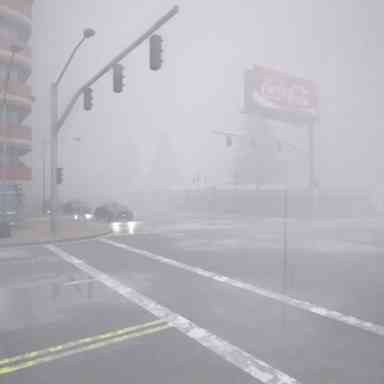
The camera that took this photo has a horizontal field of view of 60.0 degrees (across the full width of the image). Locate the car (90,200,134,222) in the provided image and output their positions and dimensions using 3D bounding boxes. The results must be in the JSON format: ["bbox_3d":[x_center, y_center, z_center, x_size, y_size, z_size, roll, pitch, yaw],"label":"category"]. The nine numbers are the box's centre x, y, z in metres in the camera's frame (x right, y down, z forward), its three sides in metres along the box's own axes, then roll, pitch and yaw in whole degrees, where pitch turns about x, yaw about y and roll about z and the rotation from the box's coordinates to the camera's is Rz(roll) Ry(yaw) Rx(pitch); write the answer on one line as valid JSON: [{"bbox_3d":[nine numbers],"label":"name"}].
[{"bbox_3d":[-6.308,1.566,26.628,1.994,1.385,4.181,0,0,-36],"label":"car"}]

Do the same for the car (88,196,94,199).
[{"bbox_3d":[-20.000,1.483,64.013,1.882,1.535,5.008,0,0,-36],"label":"car"}]

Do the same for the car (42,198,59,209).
[{"bbox_3d":[-18.000,1.480,42.912,1.882,1.535,5.008,0,0,-36],"label":"car"}]

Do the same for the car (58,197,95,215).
[{"bbox_3d":[-12.115,1.567,34.702,1.994,1.385,4.181,0,0,-36],"label":"car"}]

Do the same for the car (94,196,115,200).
[{"bbox_3d":[-14.515,1.510,56.380,1.837,1.490,4.892,0,0,-36],"label":"car"}]

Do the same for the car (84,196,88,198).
[{"bbox_3d":[-20.584,1.568,58.829,1.994,1.385,4.181,0,0,-36],"label":"car"}]
